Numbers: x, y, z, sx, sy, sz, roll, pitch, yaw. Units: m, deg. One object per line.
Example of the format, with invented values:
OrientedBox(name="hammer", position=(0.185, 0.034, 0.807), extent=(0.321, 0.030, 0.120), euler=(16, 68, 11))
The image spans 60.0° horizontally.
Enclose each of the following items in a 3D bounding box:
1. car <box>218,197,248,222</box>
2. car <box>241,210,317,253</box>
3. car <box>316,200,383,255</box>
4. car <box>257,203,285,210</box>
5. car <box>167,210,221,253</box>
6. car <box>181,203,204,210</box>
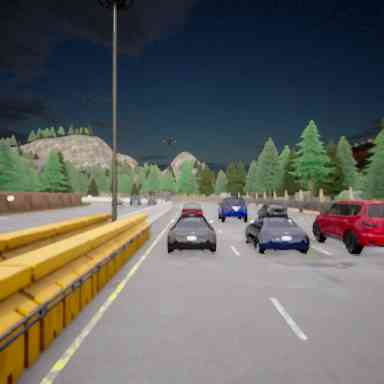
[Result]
OrientedBox(name="car", position=(3.503, 1.486, 29.019), extent=(2.150, 2.045, 5.566), euler=(0, 0, 0))
OrientedBox(name="car", position=(3.504, 1.697, 14.299), extent=(1.994, 1.385, 4.181), euler=(0, 0, 0))
OrientedBox(name="car", position=(7.002, 1.347, 14.016), extent=(2.150, 2.045, 5.566), euler=(0, 0, 0))
OrientedBox(name="car", position=(7.006, 1.779, 29.297), extent=(1.837, 1.490, 4.892), euler=(0, 0, 0))
OrientedBox(name="car", position=(0.003, 1.698, 14.309), extent=(1.994, 1.385, 4.181), euler=(0, 0, 0))
OrientedBox(name="car", position=(0.007, 1.751, 29.471), extent=(1.882, 1.535, 5.008), euler=(0, 0, 0))
